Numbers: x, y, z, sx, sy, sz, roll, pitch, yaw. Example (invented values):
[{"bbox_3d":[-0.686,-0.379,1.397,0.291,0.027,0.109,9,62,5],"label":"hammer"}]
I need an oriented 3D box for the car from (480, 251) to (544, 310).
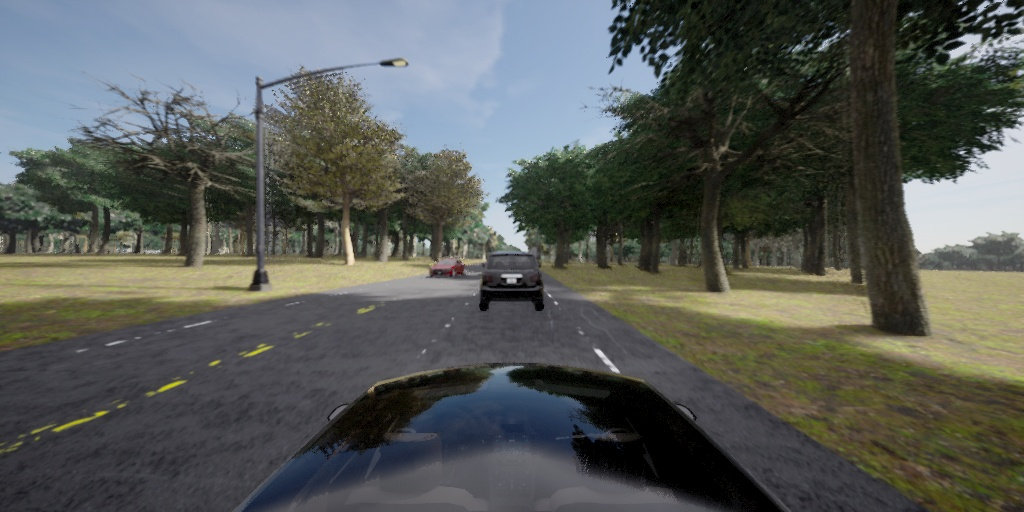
[{"bbox_3d":[-0.008,0.839,13.933,2.150,2.045,5.566,0,1,0],"label":"car"}]

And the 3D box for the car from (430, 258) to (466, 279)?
[{"bbox_3d":[-5.106,0.943,29.125,1.882,1.535,5.008,0,1,7],"label":"car"}]
